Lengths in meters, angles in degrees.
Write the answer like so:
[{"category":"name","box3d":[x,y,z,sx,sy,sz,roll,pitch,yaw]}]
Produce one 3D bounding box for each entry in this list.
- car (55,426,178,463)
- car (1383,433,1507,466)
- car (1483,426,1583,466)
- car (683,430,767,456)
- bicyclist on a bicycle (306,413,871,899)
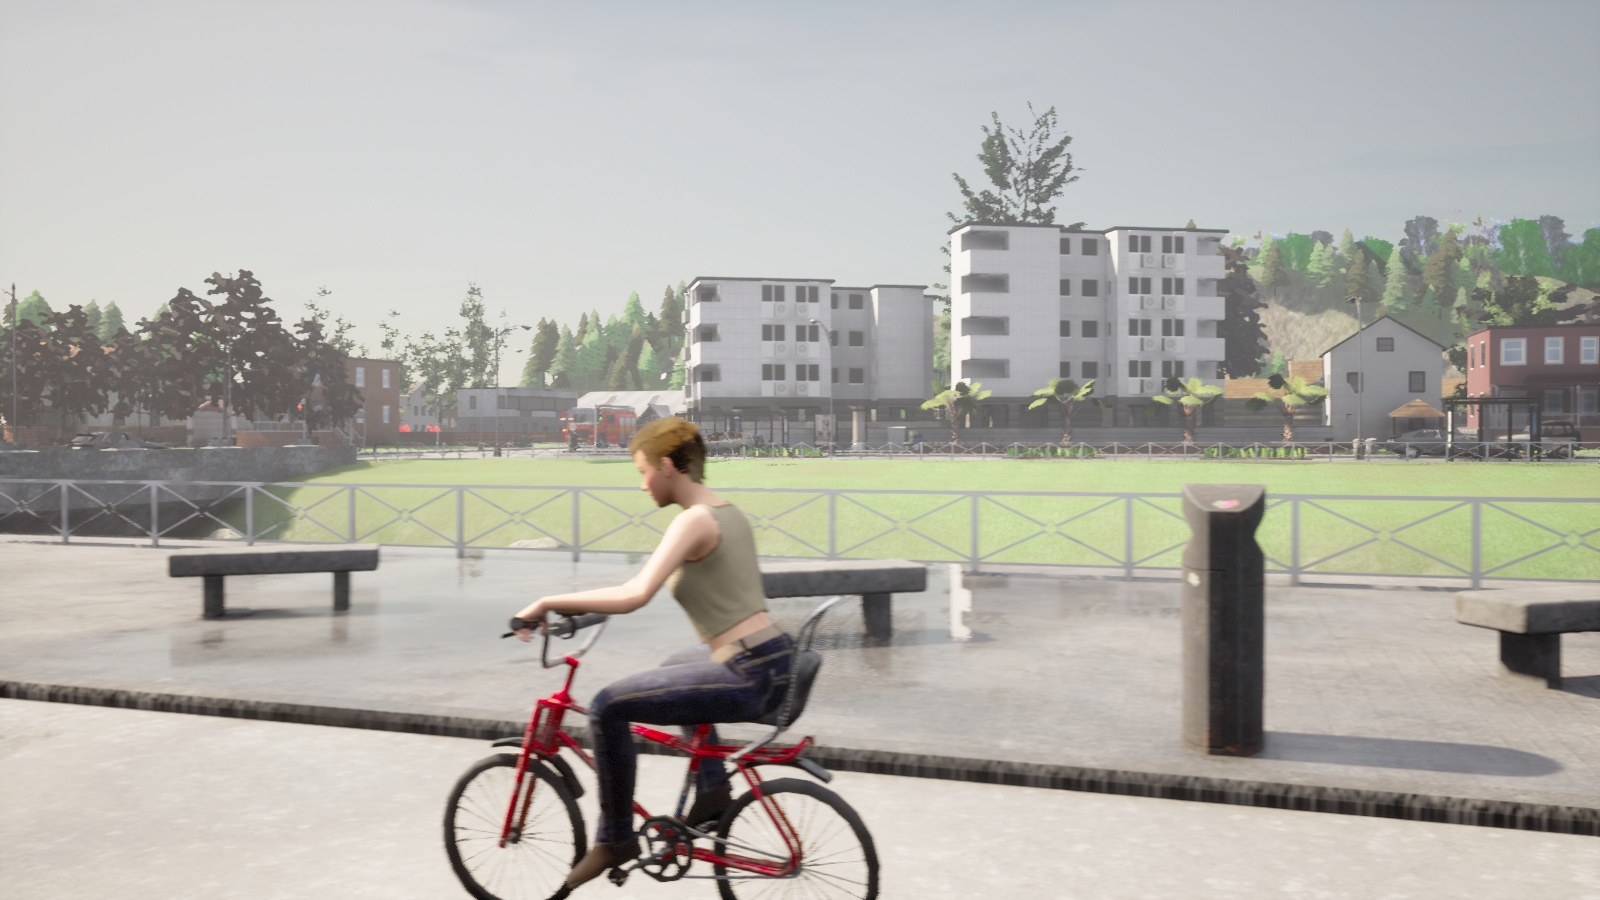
[{"category":"car","box3d":[-31.419,-0.289,57.884,2.033,1.649,4.856,1,1,20]},{"category":"car","box3d":[30.063,-0.044,58.708,4.902,1.511,2.128,1,1,19]},{"category":"car","box3d":[35.571,-0.222,61.072,3.866,1.878,1.905,1,1,19]},{"category":"car","box3d":[-4.454,-0.437,74.547,4.514,1.525,2.007,1,1,19]},{"category":"bicyclist on a bicycle","box3d":[-0.623,0.698,3.933,1.509,1.612,0.866,1,1,18]}]
